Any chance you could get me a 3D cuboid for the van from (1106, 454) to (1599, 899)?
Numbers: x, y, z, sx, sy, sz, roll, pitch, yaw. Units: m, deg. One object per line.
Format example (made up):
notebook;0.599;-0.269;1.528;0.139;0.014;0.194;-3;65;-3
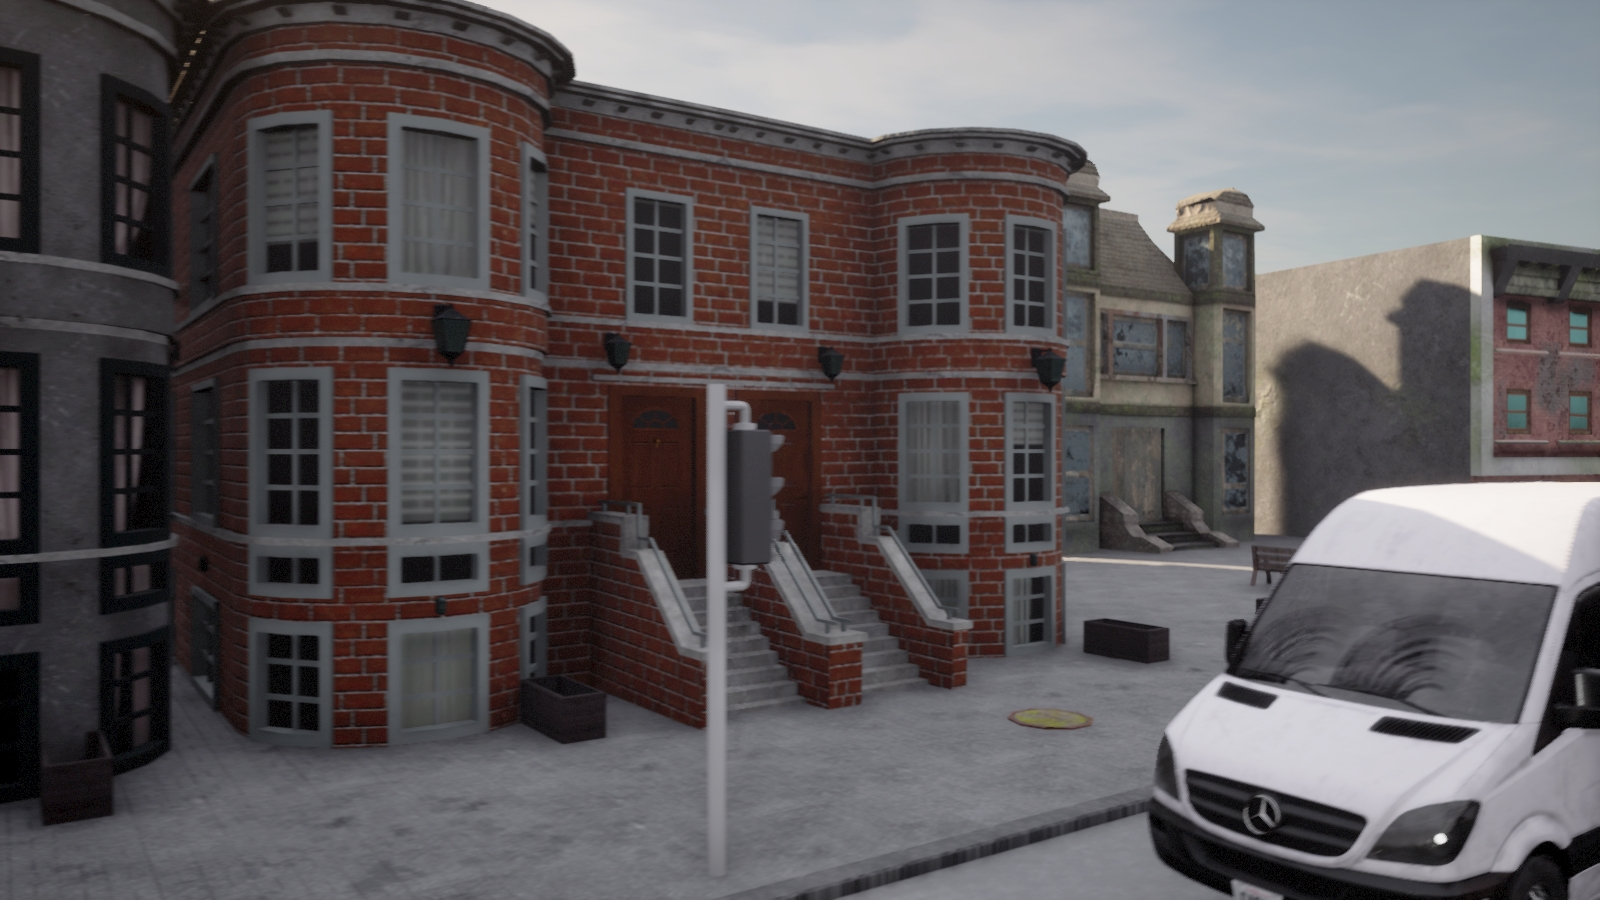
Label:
van;4.846;1.314;7.802;5.915;2.561;1.988;0;0;-35
